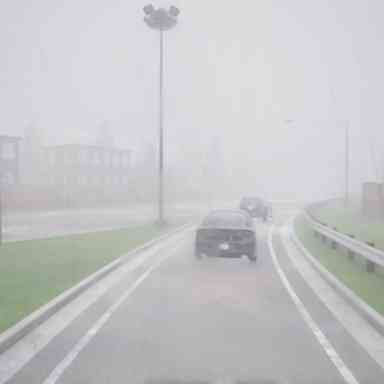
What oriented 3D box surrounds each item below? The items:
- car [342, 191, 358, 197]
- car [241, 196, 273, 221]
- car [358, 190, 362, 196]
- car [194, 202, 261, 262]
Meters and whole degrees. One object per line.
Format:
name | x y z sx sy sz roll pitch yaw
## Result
car | 40.963 0.559 85.690 2.128 1.511 4.902 1 1 38
car | 4.618 1.067 24.227 2.097 1.767 4.553 0 1 20
car | 43.970 0.612 83.858 1.994 1.385 4.181 1 1 38
car | 1.281 1.337 11.718 1.882 1.535 5.008 0 1 9
